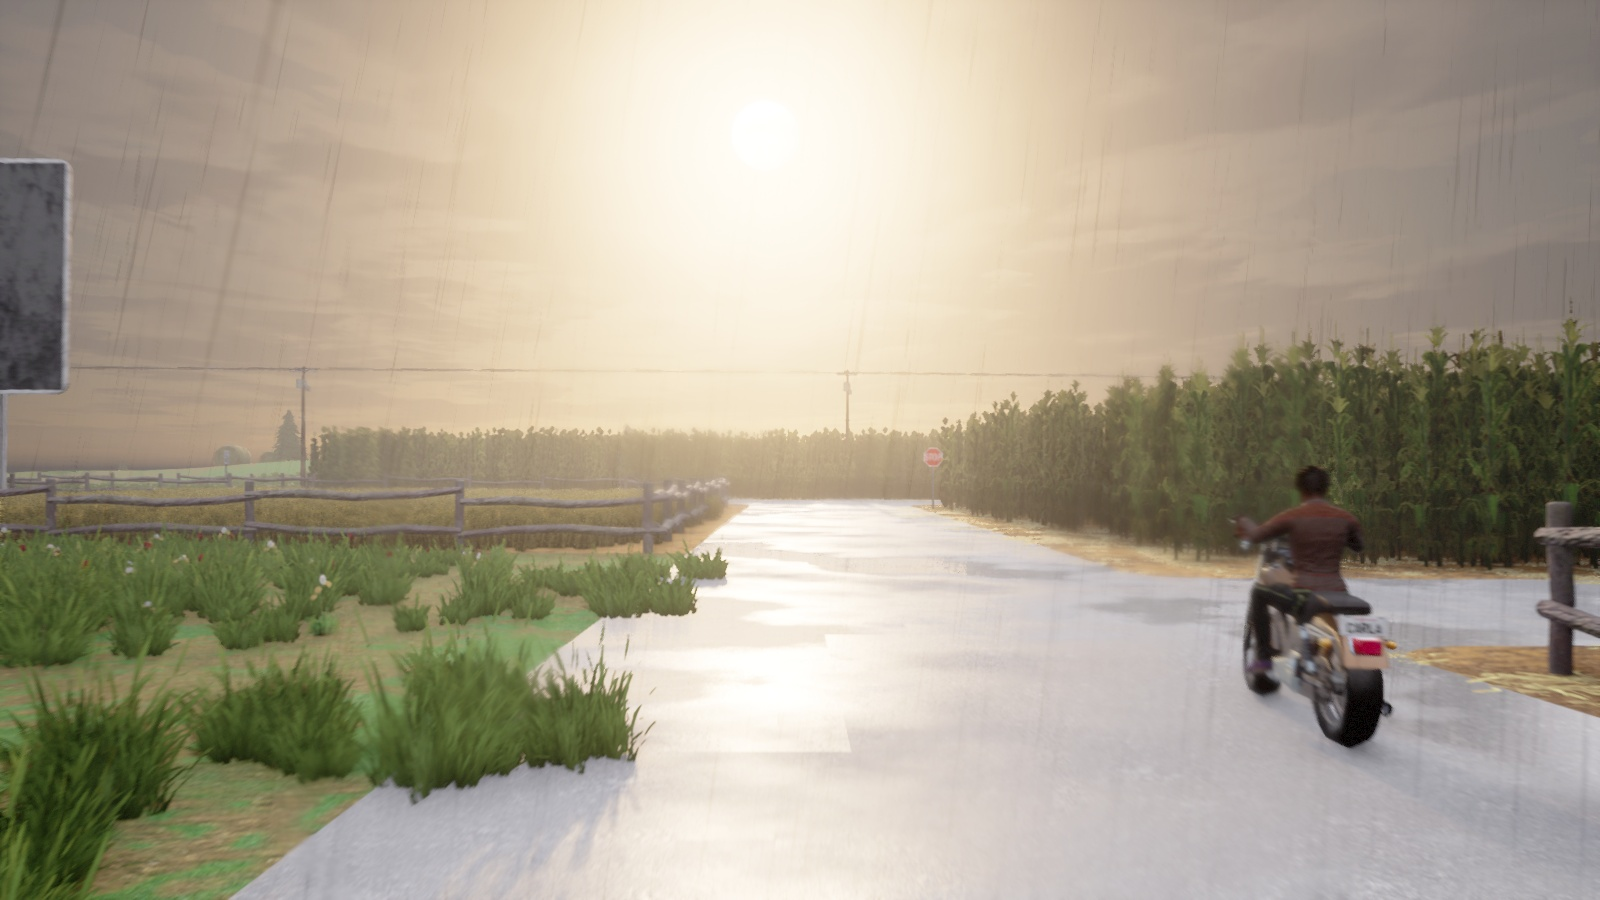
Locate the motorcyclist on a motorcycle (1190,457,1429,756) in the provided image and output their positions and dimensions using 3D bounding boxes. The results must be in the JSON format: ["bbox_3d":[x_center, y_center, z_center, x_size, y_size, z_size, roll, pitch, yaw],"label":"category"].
[{"bbox_3d":[3.199,0.889,8.162,0.766,1.649,2.350,1,-1,5],"label":"motorcyclist on a motorcycle"}]
